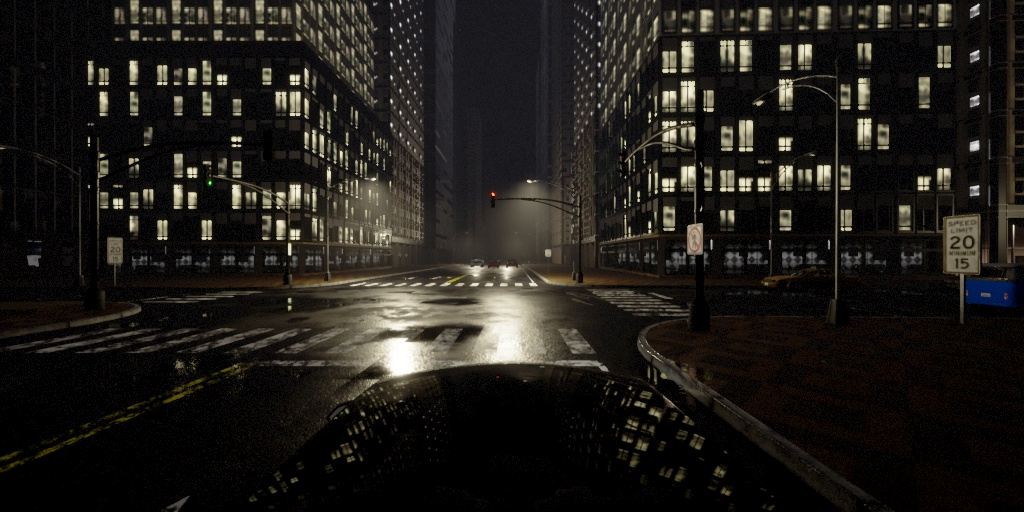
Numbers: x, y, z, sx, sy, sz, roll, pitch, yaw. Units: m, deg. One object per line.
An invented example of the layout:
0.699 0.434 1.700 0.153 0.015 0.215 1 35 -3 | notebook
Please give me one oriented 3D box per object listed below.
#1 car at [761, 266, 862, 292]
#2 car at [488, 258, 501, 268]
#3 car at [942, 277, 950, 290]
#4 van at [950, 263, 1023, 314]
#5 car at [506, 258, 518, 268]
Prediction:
17.091 1.293 20.603 4.829 1.417 1.751 0 0 2 | car
-3.240 1.460 63.220 1.895 1.301 4.718 0 0 0 | car
26.925 1.356 20.117 4.207 1.307 1.802 0 0 2 | car
18.360 1.119 12.431 3.998 1.789 1.690 0 0 2 | van
0.011 1.212 63.577 2.097 1.767 4.553 0 0 0 | car
